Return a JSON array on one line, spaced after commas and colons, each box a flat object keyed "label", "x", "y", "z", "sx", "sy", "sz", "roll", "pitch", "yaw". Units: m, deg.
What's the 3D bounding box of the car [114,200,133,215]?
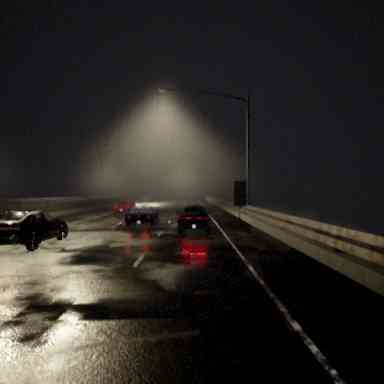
[{"label": "car", "x": -6.894, "y": 1.586, "z": 34.674, "sx": 1.812, "sy": 1.442, "sz": 4.674, "roll": 0, "pitch": 0, "yaw": 0}]

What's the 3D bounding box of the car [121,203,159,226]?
[{"label": "car", "x": -3.396, "y": 1.641, "z": 23.435, "sx": 1.895, "sy": 1.301, "sz": 4.718, "roll": 0, "pitch": 0, "yaw": 0}]

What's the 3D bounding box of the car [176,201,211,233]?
[{"label": "car", "x": 0.103, "y": 1.542, "z": 20.003, "sx": 1.837, "sy": 1.490, "sz": 4.892, "roll": 0, "pitch": 0, "yaw": 0}]

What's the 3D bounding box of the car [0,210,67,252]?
[{"label": "car", "x": -6.899, "y": 1.516, "z": 14.080, "sx": 2.128, "sy": 1.511, "sz": 4.902, "roll": 0, "pitch": 0, "yaw": 0}]
